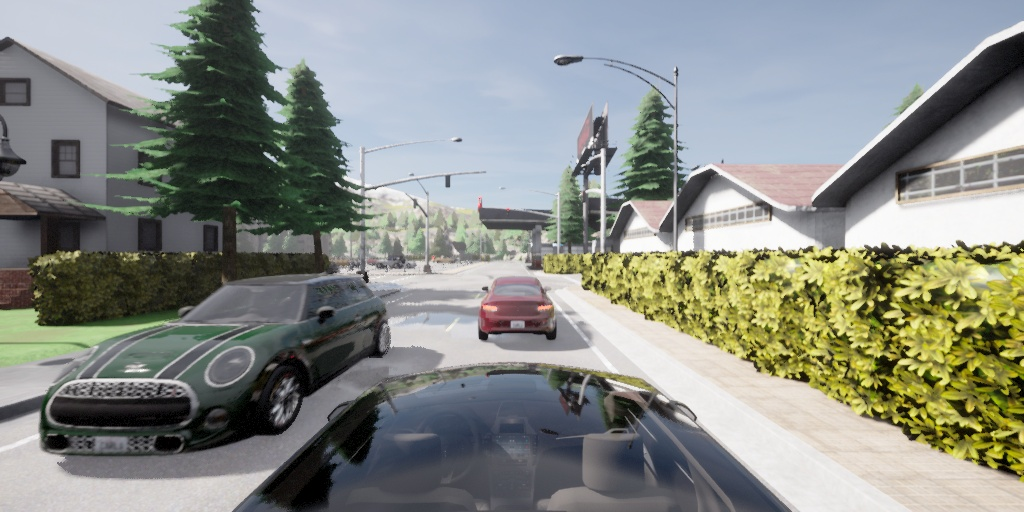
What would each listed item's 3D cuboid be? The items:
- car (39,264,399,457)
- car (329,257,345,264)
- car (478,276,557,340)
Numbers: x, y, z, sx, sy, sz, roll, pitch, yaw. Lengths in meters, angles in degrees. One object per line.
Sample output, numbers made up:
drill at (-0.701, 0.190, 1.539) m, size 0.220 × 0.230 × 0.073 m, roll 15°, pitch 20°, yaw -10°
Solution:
car at (-3.567, 1.100, 5.464) m, size 2.097 × 1.767 × 4.553 m, roll 0°, pitch 0°, yaw 1°
car at (-17.085, 1.043, 30.094) m, size 4.892 × 1.490 × 1.837 m, roll 0°, pitch 0°, yaw 0°
car at (0.128, 1.270, 9.804) m, size 1.812 × 1.442 × 4.674 m, roll 0°, pitch 0°, yaw 0°
